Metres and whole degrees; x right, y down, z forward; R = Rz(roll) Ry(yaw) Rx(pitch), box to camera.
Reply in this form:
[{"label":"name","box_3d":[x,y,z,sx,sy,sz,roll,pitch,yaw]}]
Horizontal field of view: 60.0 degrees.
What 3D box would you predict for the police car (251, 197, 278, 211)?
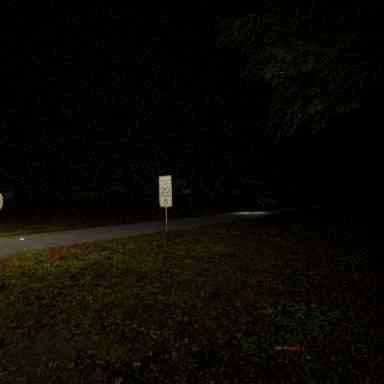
[{"label":"police car","box_3d":[8.944,1.489,41.120,1.930,1.638,5.238,-3,-2,35]}]
